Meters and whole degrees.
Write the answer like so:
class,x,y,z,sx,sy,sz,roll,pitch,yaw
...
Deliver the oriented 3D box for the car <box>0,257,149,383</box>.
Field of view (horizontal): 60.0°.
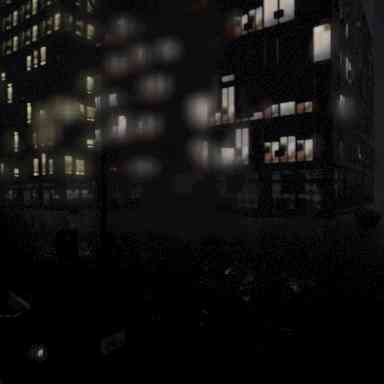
class,x,y,z,sx,sy,sz,roll,pitch,yaw
car,-2.506,1.609,4.655,4.313,1.339,1.947,-1,0,35
